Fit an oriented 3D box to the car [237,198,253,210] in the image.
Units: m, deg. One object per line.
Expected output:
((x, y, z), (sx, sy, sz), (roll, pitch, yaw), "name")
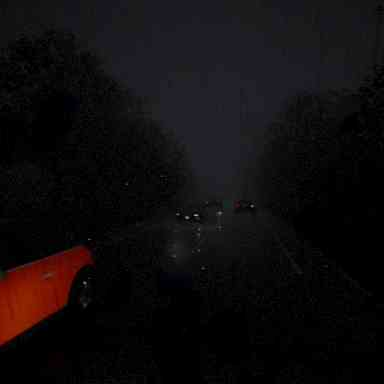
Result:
((7.606, 1.675, 47.576), (1.994, 1.385, 4.181), (2, 0, 10), "car")

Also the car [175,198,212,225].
((0.088, 1.424, 24.007), (1.837, 1.490, 4.892), (2, 0, 9), "car")

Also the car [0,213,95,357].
((-3.151, 1.220, 4.438), (2.097, 1.767, 4.553), (2, 0, 11), "car")

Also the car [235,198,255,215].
((5.776, 1.436, 36.137), (2.097, 1.767, 4.553), (2, 0, 10), "car")

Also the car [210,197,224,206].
((2.831, 1.205, 40.132), (1.812, 1.442, 4.674), (2, 0, 9), "car")
